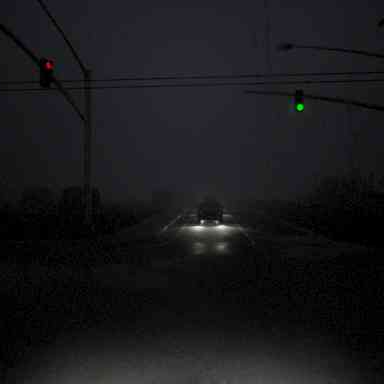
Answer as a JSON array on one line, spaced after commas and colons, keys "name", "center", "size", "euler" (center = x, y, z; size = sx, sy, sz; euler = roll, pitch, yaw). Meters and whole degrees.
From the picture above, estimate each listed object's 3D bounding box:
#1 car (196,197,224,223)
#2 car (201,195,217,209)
[{"name": "car", "center": [1.384, 1.443, 25.600], "size": [1.882, 1.535, 5.008], "euler": [0, 0, 3]}, {"name": "car", "center": [2.394, 1.317, 45.874], "size": [2.097, 1.767, 4.553], "euler": [0, 0, 3]}]
